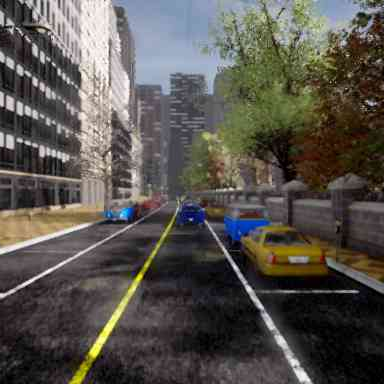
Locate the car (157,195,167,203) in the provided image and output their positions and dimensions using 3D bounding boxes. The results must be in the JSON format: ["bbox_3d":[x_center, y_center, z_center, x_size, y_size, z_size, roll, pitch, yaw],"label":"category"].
[{"bbox_3d":[-7.388,1.759,81.900,2.192,1.841,5.009,0,0,-3],"label":"car"}]

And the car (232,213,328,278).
[{"bbox_3d":[2.516,1.586,10.205,1.752,1.417,4.829,0,0,0],"label":"car"}]

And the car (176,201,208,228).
[{"bbox_3d":[-0.100,1.615,23.425,1.882,1.535,5.008,0,0,-1],"label":"car"}]

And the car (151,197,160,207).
[{"bbox_3d":[-6.182,1.858,48.631,1.802,1.307,4.206,0,0,-2],"label":"car"}]

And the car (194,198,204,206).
[{"bbox_3d":[1.304,1.888,65.655,1.752,1.417,4.829,0,0,-2],"label":"car"}]

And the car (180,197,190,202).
[{"bbox_3d":[-1.922,2.006,89.725,1.812,1.442,4.674,0,0,-15],"label":"car"}]

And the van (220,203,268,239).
[{"bbox_3d":[2.468,1.433,15.580,1.690,1.788,3.998,0,0,-1],"label":"van"}]

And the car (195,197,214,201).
[{"bbox_3d":[1.986,1.561,43.306,2.192,1.841,5.009,0,0,-1],"label":"car"}]

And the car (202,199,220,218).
[{"bbox_3d":[2.223,1.712,32.380,1.752,1.417,4.829,0,0,-1],"label":"car"}]

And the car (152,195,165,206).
[{"bbox_3d":[-6.519,1.649,59.722,2.192,1.841,5.009,0,0,-2],"label":"car"}]

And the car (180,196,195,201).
[{"bbox_3d":[-0.594,1.757,46.874,2.128,1.511,4.902,0,0,-1],"label":"car"}]

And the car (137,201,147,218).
[{"bbox_3d":[-5.796,1.730,31.990,1.887,1.381,4.507,0,0,-1],"label":"car"}]

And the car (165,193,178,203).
[{"bbox_3d":[-4.520,1.267,78.423,2.150,2.045,5.566,0,0,-2],"label":"car"}]

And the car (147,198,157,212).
[{"bbox_3d":[-6.036,1.791,43.083,1.887,1.381,4.507,0,0,-1],"label":"car"}]

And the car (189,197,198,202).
[{"bbox_3d":[0.386,2.021,87.658,2.008,1.369,4.403,0,0,-3],"label":"car"}]

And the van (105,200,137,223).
[{"bbox_3d":[-5.700,1.496,26.445,1.690,1.788,3.998,0,0,-1],"label":"van"}]

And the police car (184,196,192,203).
[{"bbox_3d":[-1.014,1.859,80.069,1.930,1.638,5.238,0,0,-3],"label":"police car"}]
